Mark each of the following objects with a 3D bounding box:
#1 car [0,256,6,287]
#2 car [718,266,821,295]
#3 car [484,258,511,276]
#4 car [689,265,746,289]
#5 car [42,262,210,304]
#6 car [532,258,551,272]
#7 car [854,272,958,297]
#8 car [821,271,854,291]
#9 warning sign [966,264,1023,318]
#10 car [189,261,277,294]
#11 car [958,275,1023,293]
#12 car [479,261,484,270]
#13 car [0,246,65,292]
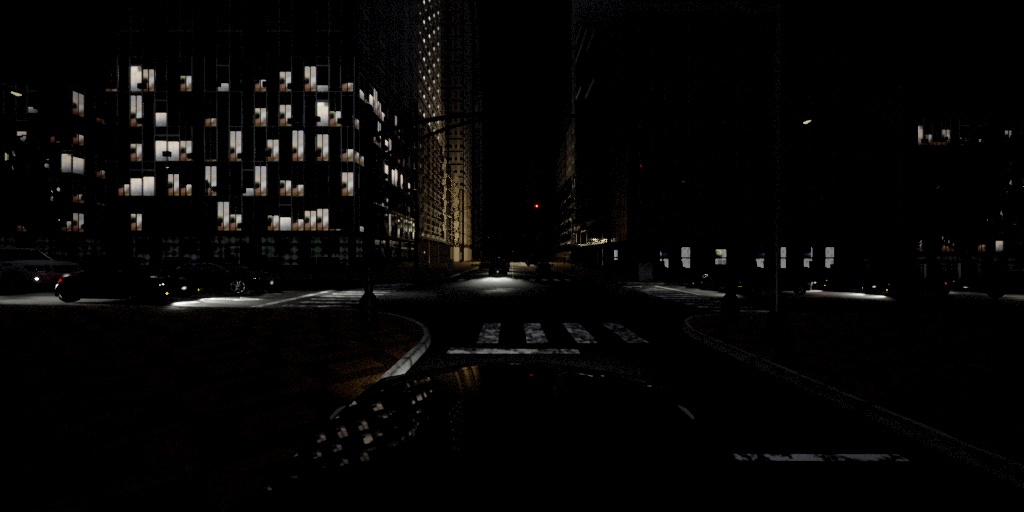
[{"bbox_3d":[-23.687,0.832,13.820,4.902,1.511,2.128,1,0,-3],"label":"car"},{"bbox_3d":[15.862,1.564,22.244,4.892,1.490,1.837,1,0,-4],"label":"car"},{"bbox_3d":[-1.382,1.259,37.100,2.128,1.511,4.902,0,0,0],"label":"car"},{"bbox_3d":[15.071,1.396,25.452,4.553,1.767,2.097,1,0,-3],"label":"car"},{"bbox_3d":[-15.040,1.063,14.191,4.181,1.385,1.994,1,0,-2],"label":"car"},{"bbox_3d":[4.067,1.328,46.681,1.948,1.339,4.313,0,0,0],"label":"car"},{"bbox_3d":[24.730,1.782,22.619,4.181,1.385,1.994,1,0,-3],"label":"car"},{"bbox_3d":[23.694,1.762,25.841,4.181,1.385,1.994,1,0,-5],"label":"car"},{"bbox_3d":[17.309,1.204,12.837,1.060,1.860,1.300,0,0,-2],"label":"warning sign"},{"bbox_3d":[-14.241,1.004,17.486,4.902,1.511,2.128,1,0,-3],"label":"car"},{"bbox_3d":[35.367,2.009,26.324,4.718,1.301,1.895,1,0,-2],"label":"car"},{"bbox_3d":[-3.869,1.342,52.199,1.802,1.307,4.207,0,0,0],"label":"car"},{"bbox_3d":[-24.081,0.553,17.051,5.566,2.045,2.150,1,0,-2],"label":"car"}]
